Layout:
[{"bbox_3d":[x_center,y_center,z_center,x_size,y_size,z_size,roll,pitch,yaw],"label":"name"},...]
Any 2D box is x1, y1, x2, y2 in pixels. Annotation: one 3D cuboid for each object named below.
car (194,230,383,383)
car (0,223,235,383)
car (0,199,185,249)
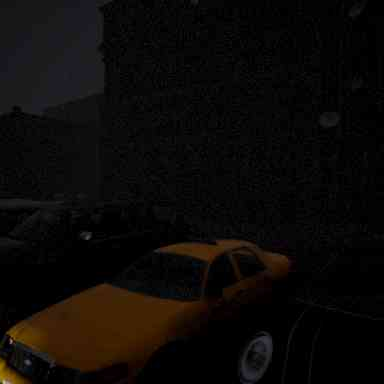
[{"bbox_3d":[2.246,1.354,3.792,2.185,1.767,4.553,0,0,36],"label":"car"},{"bbox_3d":[-0.042,1.476,5.159,1.946,1.575,5.366,0,0,36],"label":"car"},{"bbox_3d":[-2.217,1.224,6.902,2.435,2.045,5.566,0,0,36],"label":"car"}]
